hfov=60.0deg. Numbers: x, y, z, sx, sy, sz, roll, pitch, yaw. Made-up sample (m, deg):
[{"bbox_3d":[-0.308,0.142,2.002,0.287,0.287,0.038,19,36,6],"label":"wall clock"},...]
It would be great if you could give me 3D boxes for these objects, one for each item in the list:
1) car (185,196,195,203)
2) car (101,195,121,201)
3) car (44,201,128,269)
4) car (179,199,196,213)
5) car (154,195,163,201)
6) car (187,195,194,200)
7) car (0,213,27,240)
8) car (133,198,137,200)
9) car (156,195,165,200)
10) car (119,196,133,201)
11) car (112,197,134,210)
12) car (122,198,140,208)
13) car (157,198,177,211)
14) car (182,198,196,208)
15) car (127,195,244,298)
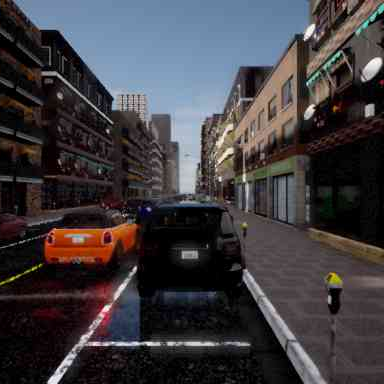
[{"bbox_3d":[-0.453,1.545,70.970,2.008,1.369,4.403,0,0,0],"label":"car"},{"bbox_3d":[-8.833,1.314,37.157,2.192,1.841,5.009,0,0,0],"label":"car"},{"bbox_3d":[-3.146,1.353,11.318,2.097,1.767,4.553,0,0,0],"label":"car"},{"bbox_3d":[-0.454,1.525,37.323,1.752,1.417,4.829,0,0,0],"label":"car"},{"bbox_3d":[-8.834,1.541,87.882,2.008,1.369,4.403,0,0,0],"label":"car"},{"bbox_3d":[-0.452,1.513,93.685,1.752,1.417,4.829,0,0,0],"label":"car"},{"bbox_3d":[-8.835,1.583,14.612,1.802,1.307,4.206,0,0,0],"label":"car"},{"bbox_3d":[-3.063,1.353,26.446,2.097,1.767,4.553,0,0,0],"label":"car"},{"bbox_3d":[-8.834,1.539,93.519,2.008,1.369,4.403,0,0,0],"label":"car"},{"bbox_3d":[-6.231,1.504,36.136,1.837,1.490,4.892,0,0,0],"label":"car"},{"bbox_3d":[-8.834,1.439,42.793,1.967,1.590,4.097,0,0,0],"label":"car"},{"bbox_3d":[-8.834,1.543,48.430,1.887,1.381,4.507,0,0,0],"label":"car"},{"bbox_3d":[-3.061,1.490,41.877,2.128,1.511,4.902,0,0,0],"label":"car"},{"bbox_3d":[-0.454,1.543,48.426,1.887,1.381,4.507,0,0,0],"label":"car"},{"bbox_3d":[-0.038,1.229,8.679,2.150,2.045,5.566,0,0,0],"label":"car"}]
